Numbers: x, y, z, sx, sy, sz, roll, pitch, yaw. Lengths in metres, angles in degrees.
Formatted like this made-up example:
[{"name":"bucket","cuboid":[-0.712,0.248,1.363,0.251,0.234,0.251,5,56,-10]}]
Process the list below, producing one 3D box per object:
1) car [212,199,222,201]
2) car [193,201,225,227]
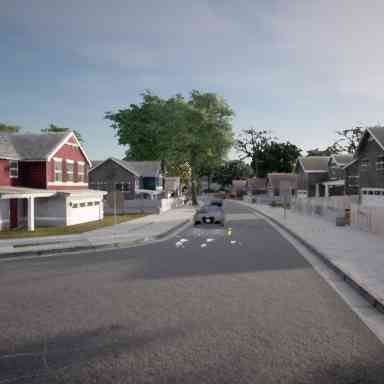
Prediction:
[{"name":"car","cuboid":[3.675,1.677,48.656,1.895,1.301,4.718,0,0,4]},{"name":"car","cuboid":[1.232,1.586,22.730,1.994,1.385,4.181,0,0,7]}]
